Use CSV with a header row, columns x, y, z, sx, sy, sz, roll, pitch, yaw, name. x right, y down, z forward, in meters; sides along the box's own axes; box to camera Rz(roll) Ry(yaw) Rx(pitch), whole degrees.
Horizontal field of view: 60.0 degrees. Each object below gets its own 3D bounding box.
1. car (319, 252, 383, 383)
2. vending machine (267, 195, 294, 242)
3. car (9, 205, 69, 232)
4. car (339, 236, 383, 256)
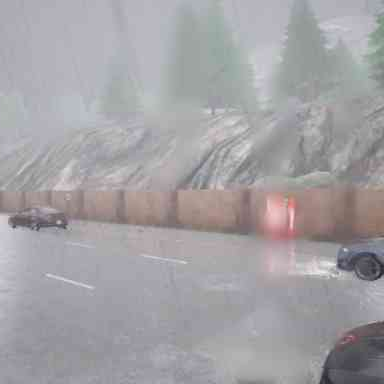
x,y,z,sx,sy,sz,roll,pitch,yaw,name
3.265,1.506,1.785,4.892,1.490,1.837,1,0,34,car
4.195,1.195,15.698,0.880,2.100,1.100,0,0,37,vending machine
-9.238,1.525,20.034,4.674,1.442,1.812,0,0,39,car
5.966,1.564,8.397,4.181,1.385,1.994,0,0,35,car
